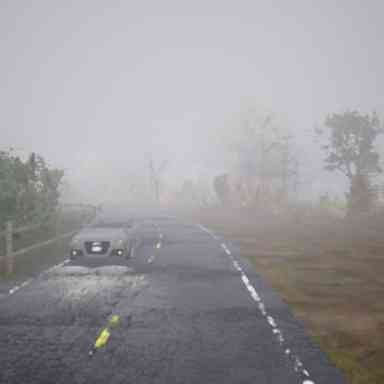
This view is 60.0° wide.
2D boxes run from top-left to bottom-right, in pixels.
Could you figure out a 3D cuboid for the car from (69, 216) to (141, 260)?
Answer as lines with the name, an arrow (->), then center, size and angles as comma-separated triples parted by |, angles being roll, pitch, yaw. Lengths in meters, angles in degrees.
car -> -3.048, 1.592, 12.411 | 1.994, 1.385, 4.181 | 0, 0, -2
